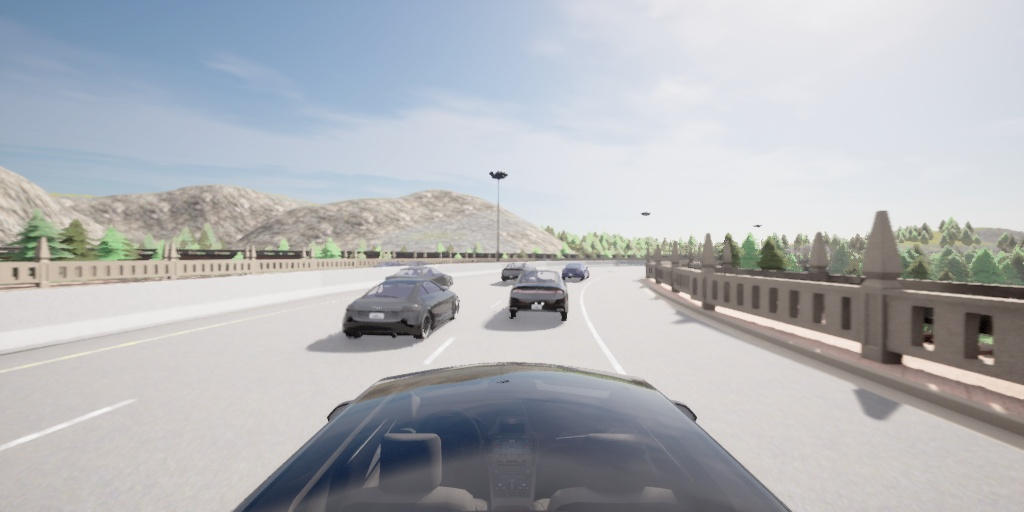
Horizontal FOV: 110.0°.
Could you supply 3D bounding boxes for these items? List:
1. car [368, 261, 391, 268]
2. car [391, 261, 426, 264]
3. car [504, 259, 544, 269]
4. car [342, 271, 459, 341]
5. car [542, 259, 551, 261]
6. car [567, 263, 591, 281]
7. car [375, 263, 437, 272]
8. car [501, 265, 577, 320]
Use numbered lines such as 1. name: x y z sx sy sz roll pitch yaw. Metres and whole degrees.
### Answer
1. car: -13.574 1.235 40.066 2.033 1.411 5.357 0 0 21
2. car: -10.402 1.228 38.460 1.812 1.442 4.674 0 0 21
3. car: 0.634 1.246 27.057 2.128 1.511 4.902 0 0 17
4. car: -2.815 1.301 9.953 1.994 1.385 4.181 0 0 5
5. car: 5.396 1.285 60.529 1.837 1.490 4.892 0 0 31
6. car: 5.386 1.303 30.308 1.812 1.442 4.674 0 0 20
7. car: -4.945 1.275 19.569 2.033 1.411 5.357 0 0 12
8. car: 1.040 1.243 12.686 2.128 1.511 4.902 1 0 8
